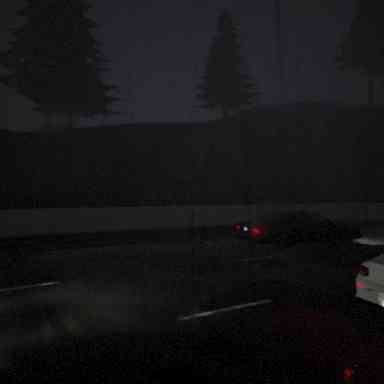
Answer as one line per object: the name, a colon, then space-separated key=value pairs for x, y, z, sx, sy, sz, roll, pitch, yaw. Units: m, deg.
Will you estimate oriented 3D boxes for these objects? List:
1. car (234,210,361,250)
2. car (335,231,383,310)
car: x=4.408 y=1.479 z=13.750 sx=5.357 sy=1.411 sz=2.033 roll=0 pitch=0 yaw=-21
car: x=5.130 y=1.508 z=6.183 sx=4.674 sy=1.442 sz=1.812 roll=0 pitch=0 yaw=-25
